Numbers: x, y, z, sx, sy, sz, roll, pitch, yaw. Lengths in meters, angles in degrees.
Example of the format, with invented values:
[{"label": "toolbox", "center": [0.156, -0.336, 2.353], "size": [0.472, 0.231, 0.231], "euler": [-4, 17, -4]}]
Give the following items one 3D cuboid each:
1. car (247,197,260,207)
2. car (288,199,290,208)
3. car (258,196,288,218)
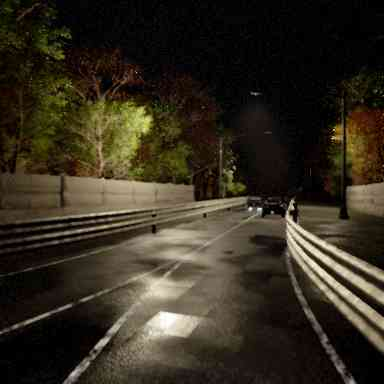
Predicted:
[{"label": "car", "center": [8.776, 1.406, 45.779], "size": [1.994, 1.385, 4.181], "euler": [0, 0, 18]}, {"label": "car", "center": [12.413, 1.367, 45.922], "size": [1.837, 1.490, 4.892], "euler": [0, 0, 17]}, {"label": "car", "center": [7.280, 1.401, 29.453], "size": [1.837, 1.490, 4.892], "euler": [0, 0, 17]}]
